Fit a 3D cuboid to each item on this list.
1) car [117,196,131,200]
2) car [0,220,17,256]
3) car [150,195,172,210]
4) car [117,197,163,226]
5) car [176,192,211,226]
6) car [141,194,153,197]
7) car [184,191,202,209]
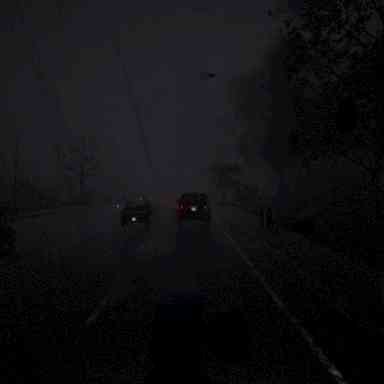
[{"bbox_3d":[-10.489,1.322,52.687,1.895,1.301,4.718,0,0,0],"label":"car"},{"bbox_3d":[-7.098,1.461,10.002,1.812,1.442,4.674,0,1,0],"label":"car"},{"bbox_3d":[-3.392,1.300,39.044,2.033,1.411,5.357,0,0,0],"label":"car"},{"bbox_3d":[-3.395,1.352,21.859,2.128,1.511,4.902,0,0,0],"label":"car"},{"bbox_3d":[0.104,1.080,22.222,2.150,2.045,5.566,0,0,0],"label":"car"},{"bbox_3d":[-6.989,1.031,52.746,2.097,1.767,4.553,0,0,0],"label":"car"},{"bbox_3d":[0.109,0.960,41.453,2.150,2.045,5.566,0,1,0],"label":"car"}]
